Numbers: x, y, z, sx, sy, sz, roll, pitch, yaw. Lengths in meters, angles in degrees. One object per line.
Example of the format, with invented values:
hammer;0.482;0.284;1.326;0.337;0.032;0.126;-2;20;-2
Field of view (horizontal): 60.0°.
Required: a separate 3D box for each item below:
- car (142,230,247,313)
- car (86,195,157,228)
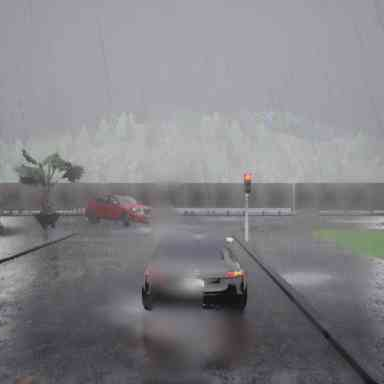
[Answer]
car;0.053;1.564;7.771;1.994;1.385;4.181;0;0;0
car;-4.922;1.223;22.801;5.566;2.045;2.150;0;-2;37
